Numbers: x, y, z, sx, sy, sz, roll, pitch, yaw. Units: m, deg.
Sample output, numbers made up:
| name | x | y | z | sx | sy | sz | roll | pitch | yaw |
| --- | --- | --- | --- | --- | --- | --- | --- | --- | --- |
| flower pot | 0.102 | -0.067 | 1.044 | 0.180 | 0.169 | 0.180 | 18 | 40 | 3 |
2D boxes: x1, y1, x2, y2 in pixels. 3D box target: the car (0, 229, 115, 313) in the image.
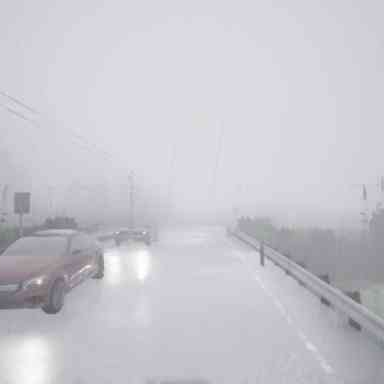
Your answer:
| name | x | y | z | sx | sy | sz | roll | pitch | yaw |
| --- | --- | --- | --- | --- | --- | --- | --- | --- | --- |
| car | -3.477 | 1.689 | 8.131 | 1.812 | 1.442 | 4.674 | 0 | -2 | 1 |

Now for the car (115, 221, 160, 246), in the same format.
| name | x | y | z | sx | sy | sz | roll | pitch | yaw |
| --- | --- | --- | --- | --- | --- | --- | --- | --- | --- |
| car | -3.127 | 2.365 | 19.555 | 1.895 | 1.301 | 4.718 | 0 | -4 | 2 |
